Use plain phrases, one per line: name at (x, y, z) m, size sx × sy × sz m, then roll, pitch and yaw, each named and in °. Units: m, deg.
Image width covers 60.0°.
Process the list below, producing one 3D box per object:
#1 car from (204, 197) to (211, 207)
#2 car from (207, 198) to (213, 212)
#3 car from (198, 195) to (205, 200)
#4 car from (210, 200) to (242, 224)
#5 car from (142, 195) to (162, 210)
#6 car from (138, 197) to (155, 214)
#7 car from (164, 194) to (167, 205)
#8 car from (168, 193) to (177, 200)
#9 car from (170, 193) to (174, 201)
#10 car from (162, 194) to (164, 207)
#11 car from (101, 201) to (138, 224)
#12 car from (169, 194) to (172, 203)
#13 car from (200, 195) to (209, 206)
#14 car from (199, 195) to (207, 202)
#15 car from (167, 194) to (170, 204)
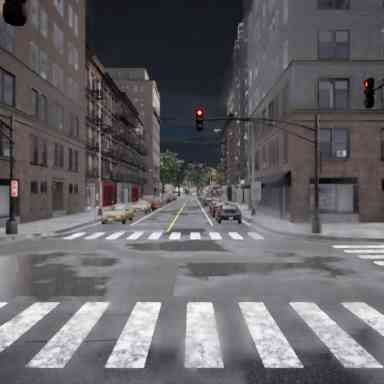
car at (2.645, 1.549, 35.627) m, size 2.008 × 1.369 × 4.403 m, roll 0°, pitch 0°, yaw 0°
car at (2.643, 1.543, 30.145) m, size 1.887 × 1.381 × 4.507 m, roll 0°, pitch 0°, yaw 0°
car at (2.657, 1.585, 90.447) m, size 1.802 × 1.307 × 4.206 m, roll 0°, pitch 0°, yaw 0°
car at (2.642, 1.549, 24.664) m, size 2.008 × 1.369 × 4.403 m, roll 0°, pitch 0°, yaw 0°
car at (-5.401, 1.314, 41.111) m, size 2.192 × 1.841 × 5.009 m, roll 0°, pitch 0°, yaw 0°
car at (-5.405, 1.524, 35.459) m, size 1.752 × 1.417 × 4.829 m, roll 0°, pitch 0°, yaw 0°
car at (-5.395, 1.439, 52.075) m, size 1.967 × 1.590 × 4.097 m, roll 0°, pitch 0°, yaw 0°
car at (-5.373, 1.318, 90.450) m, size 2.192 × 1.841 × 5.009 m, roll 0°, pitch 0°, yaw 0°
car at (-5.385, 1.315, 68.521) m, size 2.192 × 1.841 × 5.009 m, roll 0°, pitch 0°, yaw 0°
car at (-5.398, 1.439, 46.593) m, size 1.967 × 1.590 × 4.097 m, roll 0°, pitch 0°, yaw 0°
car at (-5.411, 1.523, 24.495) m, size 1.752 × 1.417 × 4.829 m, roll 0°, pitch 0°, yaw 0°
car at (-5.389, 1.565, 63.040) m, size 1.947 × 1.339 × 4.313 m, roll 0°, pitch 0°, yaw 0°
car at (2.648, 1.550, 52.073) m, size 2.008 × 1.369 × 4.403 m, roll 0°, pitch 0°, yaw 0°
car at (2.654, 1.546, 79.483) m, size 1.887 × 1.381 × 4.507 m, roll 0°, pitch 0°, yaw 0°
car at (-5.392, 1.550, 57.557) m, size 2.008 × 1.369 × 4.403 m, roll 0°, pitch 0°, yaw 0°
